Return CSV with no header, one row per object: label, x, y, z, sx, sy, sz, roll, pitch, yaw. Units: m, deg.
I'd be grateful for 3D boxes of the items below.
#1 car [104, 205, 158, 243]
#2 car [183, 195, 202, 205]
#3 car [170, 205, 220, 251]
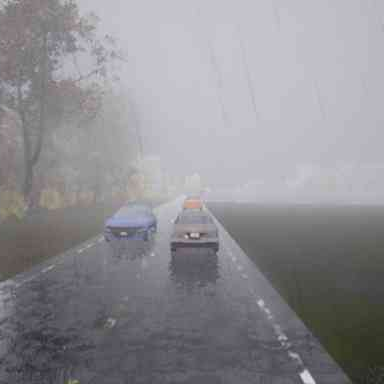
car,-2.754,1.389,15.858,1.882,1.535,5.008,0,0,0
car,0.092,1.146,37.596,2.097,1.767,4.553,0,0,0
car,0.095,1.471,13.619,2.033,1.411,5.357,0,0,0
